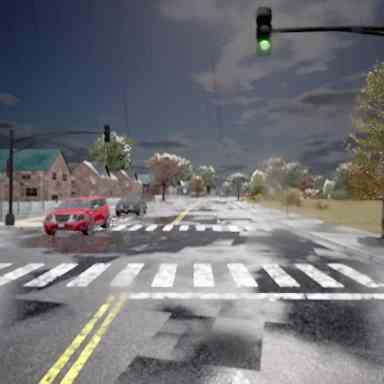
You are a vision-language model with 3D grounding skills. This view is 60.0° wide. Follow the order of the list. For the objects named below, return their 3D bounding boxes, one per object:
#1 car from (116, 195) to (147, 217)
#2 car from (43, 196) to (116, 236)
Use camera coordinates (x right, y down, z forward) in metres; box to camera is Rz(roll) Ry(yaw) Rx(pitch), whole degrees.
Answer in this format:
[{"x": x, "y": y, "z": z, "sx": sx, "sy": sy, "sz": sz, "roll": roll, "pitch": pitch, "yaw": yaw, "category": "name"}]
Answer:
[{"x": -5.812, "y": 1.284, "z": 32.500, "sx": 2.150, "sy": 2.045, "sz": 5.566, "roll": 0, "pitch": 0, "yaw": 2, "category": "car"}, {"x": -6.239, "y": 1.263, "z": 18.801, "sx": 2.150, "sy": 2.045, "sz": 5.566, "roll": 0, "pitch": 0, "yaw": 1, "category": "car"}]
